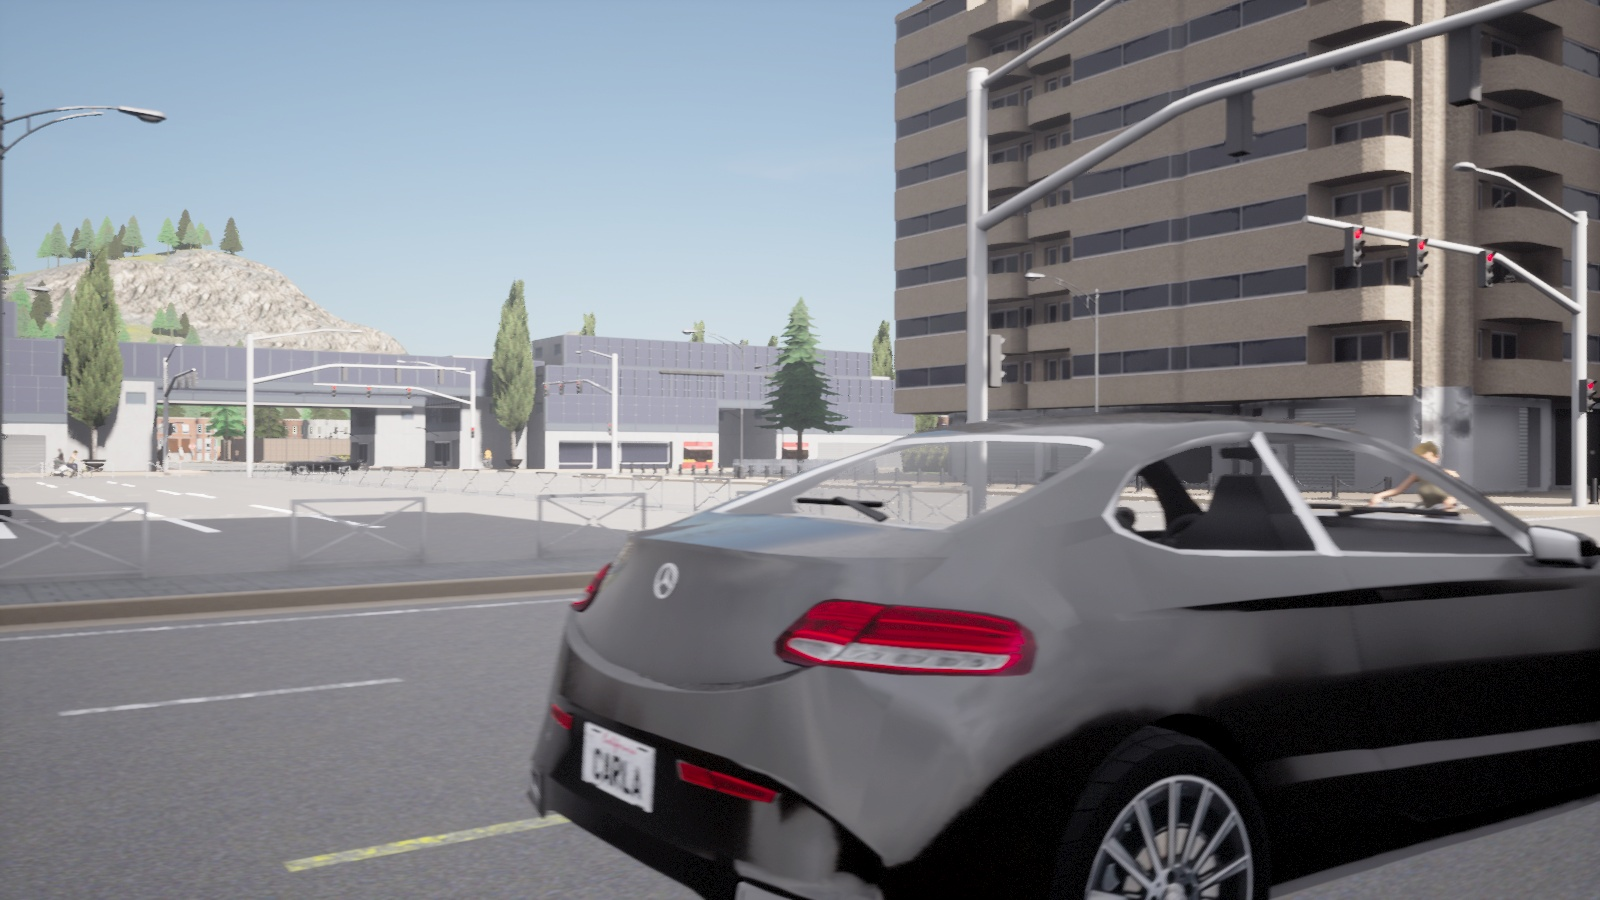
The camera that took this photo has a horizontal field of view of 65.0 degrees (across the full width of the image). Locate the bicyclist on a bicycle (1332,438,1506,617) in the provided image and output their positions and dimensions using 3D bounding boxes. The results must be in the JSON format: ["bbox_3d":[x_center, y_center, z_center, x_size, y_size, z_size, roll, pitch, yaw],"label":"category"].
[{"bbox_3d":[5.949,0.699,12.064,1.509,1.612,0.866,0,0,-35],"label":"bicyclist on a bicycle"}]

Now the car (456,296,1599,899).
[{"bbox_3d":[1.535,0.532,4.728,5.027,1.651,2.152,0,0,-35],"label":"car"}]

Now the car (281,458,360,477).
[{"bbox_3d":[-32.688,1.180,85.601,4.718,1.301,1.895,0,0,-35],"label":"car"}]
